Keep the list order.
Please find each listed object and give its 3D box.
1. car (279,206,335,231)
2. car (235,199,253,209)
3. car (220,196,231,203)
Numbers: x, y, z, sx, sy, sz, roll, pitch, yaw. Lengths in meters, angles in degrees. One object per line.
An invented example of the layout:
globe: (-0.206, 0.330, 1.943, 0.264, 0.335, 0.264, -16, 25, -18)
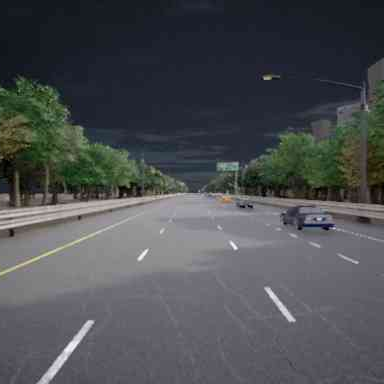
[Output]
car: (7.012, 1.559, 20.795, 2.033, 1.411, 5.357, 0, 0, 0)
car: (7.091, 1.638, 45.565, 1.895, 1.301, 4.718, 0, 0, 0)
car: (7.250, 1.539, 72.145, 1.882, 1.535, 5.008, 0, 0, 0)
